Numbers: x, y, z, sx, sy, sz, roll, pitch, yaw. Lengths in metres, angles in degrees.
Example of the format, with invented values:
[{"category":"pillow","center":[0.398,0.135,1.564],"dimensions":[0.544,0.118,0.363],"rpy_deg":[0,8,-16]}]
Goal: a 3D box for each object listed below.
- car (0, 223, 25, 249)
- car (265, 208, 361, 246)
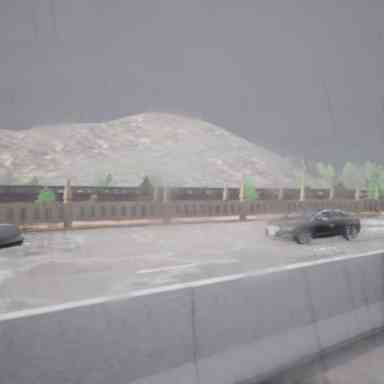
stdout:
[{"category":"car","center":[-8.444,1.476,10.758],"dimensions":[5.357,1.411,2.033],"rpy_deg":[0,0,-36]},{"category":"car","center":[5.585,1.480,15.257],"dimensions":[4.902,1.511,2.128],"rpy_deg":[0,0,-27]}]
